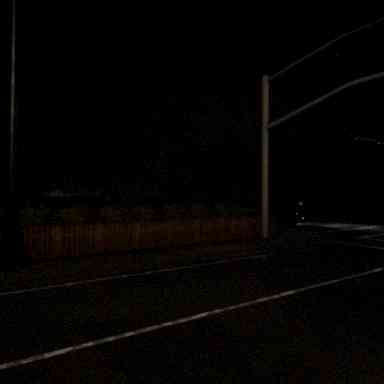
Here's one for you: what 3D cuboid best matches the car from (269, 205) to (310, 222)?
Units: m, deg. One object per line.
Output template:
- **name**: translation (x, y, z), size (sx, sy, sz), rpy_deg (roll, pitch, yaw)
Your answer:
- **car**: translation (7.874, 1.833, 29.107), size (1.895, 1.301, 4.718), rpy_deg (1, 0, -35)
